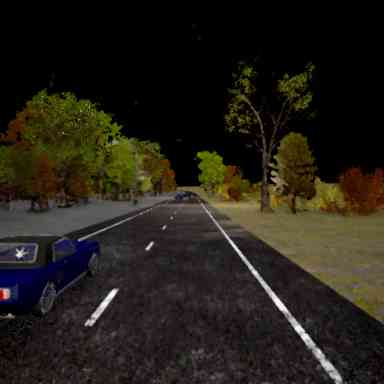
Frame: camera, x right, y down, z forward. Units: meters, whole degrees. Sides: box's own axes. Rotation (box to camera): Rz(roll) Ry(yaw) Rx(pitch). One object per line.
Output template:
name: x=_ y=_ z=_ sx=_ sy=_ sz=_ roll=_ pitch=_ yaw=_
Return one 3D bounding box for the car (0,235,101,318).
car: x=-3.500 y=1.599 z=7.371 sx=1.895 sy=1.301 sz=4.718 roll=0 pitch=0 yaw=0

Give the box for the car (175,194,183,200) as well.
car: x=-3.493 y=1.380 z=86.453 sx=1.882 sy=1.535 sz=5.008 roll=0 pitch=0 yaw=0

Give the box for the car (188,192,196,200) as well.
car: x=0.007 y=1.442 z=86.453 sx=2.033 sy=1.411 sz=5.357 roll=0 pitch=0 yaw=0
